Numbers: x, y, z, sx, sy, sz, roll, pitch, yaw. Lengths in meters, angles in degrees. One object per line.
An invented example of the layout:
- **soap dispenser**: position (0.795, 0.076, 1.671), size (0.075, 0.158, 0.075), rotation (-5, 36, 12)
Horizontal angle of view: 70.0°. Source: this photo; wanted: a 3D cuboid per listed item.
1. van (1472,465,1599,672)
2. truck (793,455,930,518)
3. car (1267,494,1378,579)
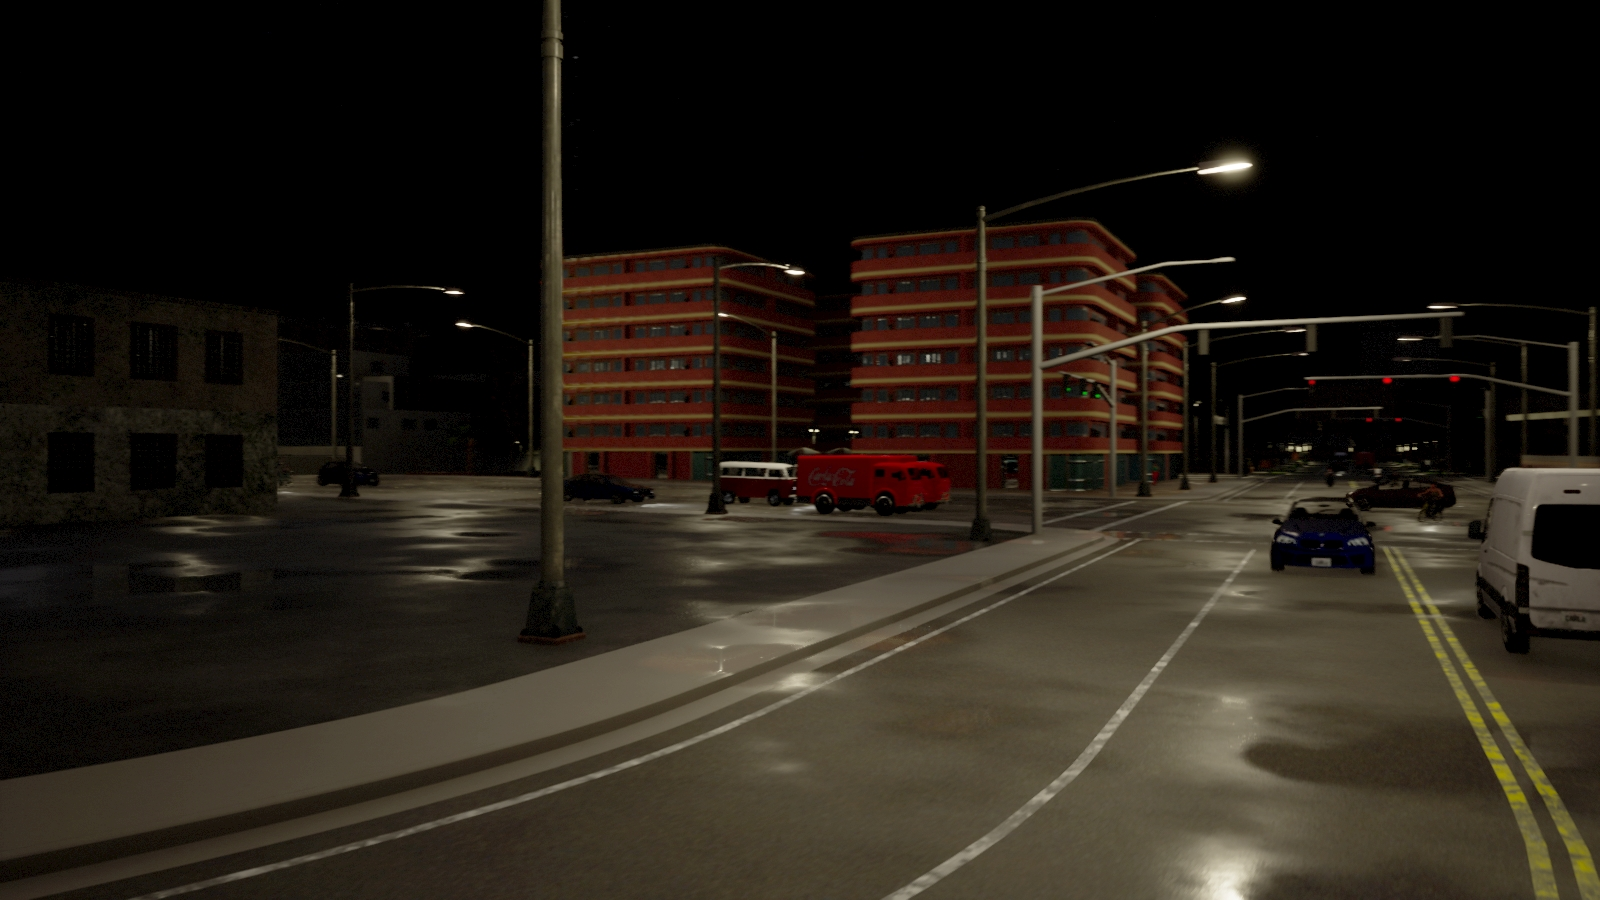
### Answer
- **van**: position (11.520, 1.544, 17.161), size (1.988, 2.561, 5.915), rotation (0, 0, 26)
- **truck**: position (2.615, 1.478, 48.695), size (5.204, 2.467, 2.627), rotation (1, 0, 26)
- **car**: position (12.623, 1.986, 27.528), size (2.242, 1.667, 4.611), rotation (0, 0, 26)
